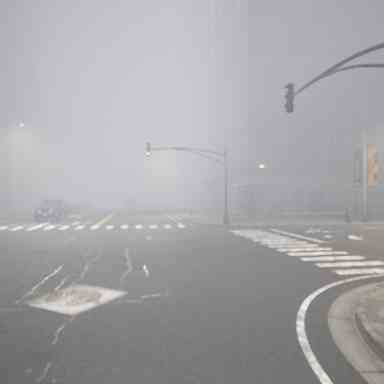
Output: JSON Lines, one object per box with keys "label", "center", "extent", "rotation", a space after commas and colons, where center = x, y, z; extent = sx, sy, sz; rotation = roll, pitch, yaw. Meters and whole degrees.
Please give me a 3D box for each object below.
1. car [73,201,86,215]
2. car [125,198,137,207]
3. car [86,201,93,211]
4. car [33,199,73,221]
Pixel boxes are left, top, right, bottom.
{"label": "car", "center": [-14.972, 2.132, 41.723], "extent": [1.994, 1.385, 4.181], "rotation": [0, -1, -10]}
{"label": "car", "center": [-13.180, 2.231, 71.753], "extent": [2.150, 2.045, 5.566], "rotation": [0, -1, -9]}
{"label": "car", "center": [-16.590, 2.186, 51.753], "extent": [1.882, 1.535, 5.008], "rotation": [0, -1, -9]}
{"label": "car", "center": [-13.352, 1.653, 31.870], "extent": [2.150, 2.045, 5.566], "rotation": [0, -1, -10]}
